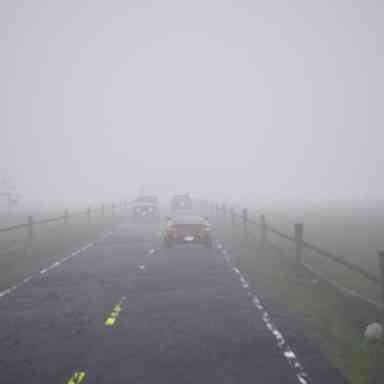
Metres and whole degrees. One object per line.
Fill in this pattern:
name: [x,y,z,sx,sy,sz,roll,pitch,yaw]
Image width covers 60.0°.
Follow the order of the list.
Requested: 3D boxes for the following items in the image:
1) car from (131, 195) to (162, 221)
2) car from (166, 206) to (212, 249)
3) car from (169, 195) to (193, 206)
car: [-3.716,1.268,27.747,2.150,2.045,5.566,0,0,-3]
car: [-0.179,1.546,14.620,1.812,1.442,4.674,0,0,-2]
car: [-1.086,1.279,32.981,2.150,2.045,5.566,0,0,-4]
